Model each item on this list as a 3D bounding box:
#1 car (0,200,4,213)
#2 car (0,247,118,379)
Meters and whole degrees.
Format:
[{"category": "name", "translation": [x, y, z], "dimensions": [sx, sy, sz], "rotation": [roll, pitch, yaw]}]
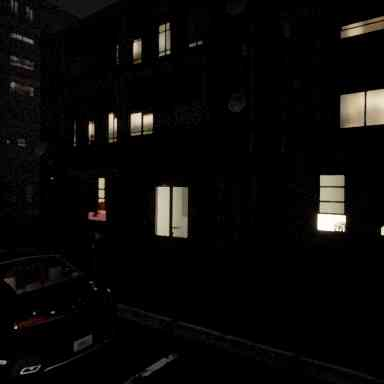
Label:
[{"category": "car", "translation": [-23.258, 1.622, 36.177], "dimensions": [2.008, 1.369, 4.403], "rotation": [1, 0, 36]}, {"category": "car", "translation": [-3.065, 1.549, 5.200], "dimensions": [4.403, 1.369, 2.008], "rotation": [0, 1, 35]}]
